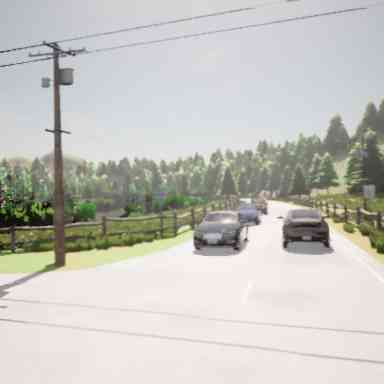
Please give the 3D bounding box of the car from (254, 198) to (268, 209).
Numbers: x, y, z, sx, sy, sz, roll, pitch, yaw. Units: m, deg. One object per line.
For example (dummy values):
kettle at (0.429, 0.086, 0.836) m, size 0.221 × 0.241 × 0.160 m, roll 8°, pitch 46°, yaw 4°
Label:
car at (9.927, 1.612, 47.866) m, size 1.882 × 1.535 × 5.008 m, roll -1°, pitch -1°, yaw 13°

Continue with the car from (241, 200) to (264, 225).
car at (4.167, 1.620, 24.972) m, size 1.812 × 1.442 × 4.674 m, roll -1°, pitch -1°, yaw 15°

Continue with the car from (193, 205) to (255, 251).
car at (1.380, 1.573, 14.649) m, size 2.128 × 1.511 × 4.902 m, roll -1°, pitch -1°, yaw 15°

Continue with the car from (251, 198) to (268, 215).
car at (6.967, 1.462, 35.555) m, size 2.097 × 1.767 × 4.553 m, roll -1°, pitch 0°, yaw 15°

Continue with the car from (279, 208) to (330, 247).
car at (4.988, 1.504, 14.969) m, size 1.837 × 1.490 × 4.892 m, roll -1°, pitch 0°, yaw 15°
